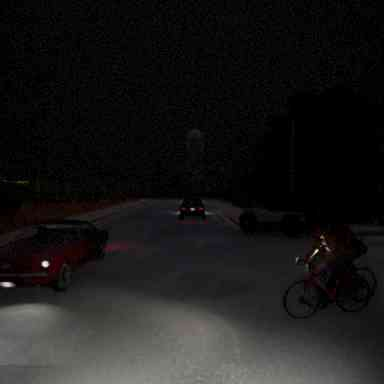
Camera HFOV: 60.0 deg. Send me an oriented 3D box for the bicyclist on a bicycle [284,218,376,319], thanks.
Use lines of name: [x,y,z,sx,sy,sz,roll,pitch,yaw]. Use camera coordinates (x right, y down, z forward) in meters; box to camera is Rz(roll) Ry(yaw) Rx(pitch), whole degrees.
bicyclist on a bicycle: [2.301,1.316,5.624,1.656,1.620,0.582,-2,3,-11]

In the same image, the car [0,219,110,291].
car: [-3.632,1.457,8.729,1.895,1.301,4.718,0,1,0]

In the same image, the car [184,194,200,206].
car: [-0.013,0.978,42.067,1.895,1.301,4.718,0,1,0]

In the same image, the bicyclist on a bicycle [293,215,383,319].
bicyclist on a bicycle: [2.733,1.293,6.080,1.656,1.620,0.582,-2,2,-19]

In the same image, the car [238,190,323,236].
car: [4.122,0.911,15.659,1.905,1.878,3.866,-9,5,-42]

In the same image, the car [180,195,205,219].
car: [0.029,1.176,25.031,2.033,1.411,5.357,0,1,0]
